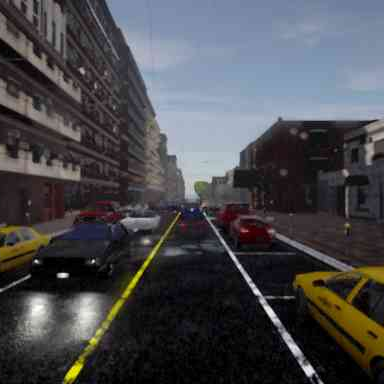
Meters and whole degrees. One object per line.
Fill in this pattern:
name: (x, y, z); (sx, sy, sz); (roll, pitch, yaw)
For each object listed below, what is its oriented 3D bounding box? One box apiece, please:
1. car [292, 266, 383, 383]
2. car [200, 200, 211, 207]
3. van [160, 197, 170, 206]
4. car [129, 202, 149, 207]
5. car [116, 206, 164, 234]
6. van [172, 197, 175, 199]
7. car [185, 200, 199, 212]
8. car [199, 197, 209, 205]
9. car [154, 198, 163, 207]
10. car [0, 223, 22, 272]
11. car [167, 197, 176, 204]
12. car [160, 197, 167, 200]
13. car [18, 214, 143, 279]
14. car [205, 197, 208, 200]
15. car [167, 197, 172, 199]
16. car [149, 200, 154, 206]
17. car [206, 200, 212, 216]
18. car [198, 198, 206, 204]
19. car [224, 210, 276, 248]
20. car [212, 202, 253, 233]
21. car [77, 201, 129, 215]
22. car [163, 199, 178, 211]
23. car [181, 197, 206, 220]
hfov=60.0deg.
car: (2.693, 1.567, 4.429); (1.752, 1.417, 4.829); (0, -1, 0)
car: (2.684, 2.192, 65.187); (2.008, 1.369, 4.403); (0, -1, 0)
van: (-5.697, 2.041, 70.728); (1.690, 1.788, 3.998); (0, -1, 0)
car: (-5.692, 1.852, 31.952); (2.008, 1.369, 4.403); (0, -1, 0)
car: (-3.087, 1.792, 20.581); (1.895, 1.301, 4.718); (0, -1, 0)
van: (-5.699, 2.163, 81.805); (1.690, 1.788, 3.998); (0, -1, 0)
car: (0.048, 1.928, 46.837); (1.882, 1.535, 5.008); (0, 0, 0)
car: (2.683, 2.076, 76.267); (2.192, 1.841, 5.009); (0, -1, 0)
car: (-5.694, 2.012, 48.570); (1.887, 1.381, 4.507); (0, -1, 0)
car: (-5.689, 1.615, 9.626); (1.752, 1.417, 4.829); (0, -1, 0)
car: (-5.700, 2.264, 92.883); (2.192, 1.841, 5.009); (0, -1, 0)
car: (-5.694, 1.965, 54.109); (1.967, 1.590, 4.097); (0, -1, 0)
car: (-3.090, 1.646, 10.667); (2.033, 1.411, 5.357); (0, -1, 0)
car: (2.685, 2.110, 59.819); (1.752, 1.417, 4.829); (0, -1, 0)
car: (-5.696, 1.955, 65.189); (2.192, 1.841, 5.009); (0, -1, 0)
car: (-5.692, 1.879, 37.321); (1.752, 1.417, 4.829); (0, -1, 0)
car: (2.688, 1.907, 37.493); (2.008, 1.369, 4.403); (0, -1, 0)
car: (2.681, 2.326, 87.344); (1.967, 1.590, 4.097); (0, -1, 0)
car: (2.691, 1.724, 15.337); (1.802, 1.307, 4.206); (0, -1, 0)
car: (2.691, 1.510, 20.878); (2.192, 1.841, 5.009); (0, -1, 0)
car: (-5.689, 1.509, 20.876); (2.192, 1.841, 5.009); (0, -1, 0)
car: (-3.005, 2.138, 49.004); (1.895, 1.301, 4.718); (0, -1, 0)
car: (0.009, 1.653, 31.936); (2.097, 1.767, 4.553); (0, -1, 0)
